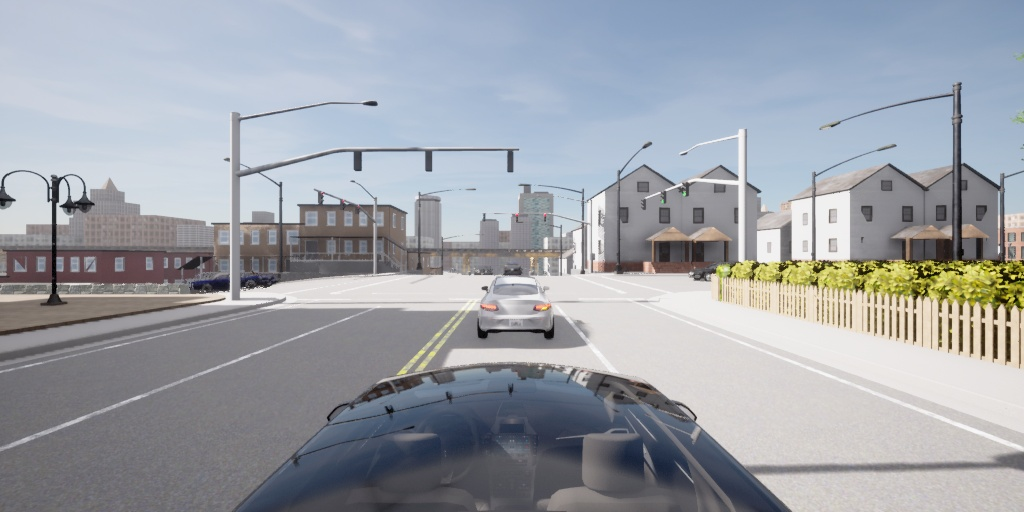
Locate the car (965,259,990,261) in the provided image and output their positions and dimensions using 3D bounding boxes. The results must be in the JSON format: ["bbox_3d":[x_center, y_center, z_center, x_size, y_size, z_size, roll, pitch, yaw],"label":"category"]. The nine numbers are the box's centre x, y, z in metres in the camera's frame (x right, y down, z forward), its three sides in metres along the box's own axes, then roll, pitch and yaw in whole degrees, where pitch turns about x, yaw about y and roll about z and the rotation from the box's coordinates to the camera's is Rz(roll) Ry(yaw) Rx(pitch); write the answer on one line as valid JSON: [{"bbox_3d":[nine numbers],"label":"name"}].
[{"bbox_3d":[36.927,1.102,29.026,4.553,1.767,2.097,0,0,-1],"label":"car"}]

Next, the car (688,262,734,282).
[{"bbox_3d":[16.794,1.255,28.810,4.892,1.490,1.837,0,0,-1],"label":"car"}]

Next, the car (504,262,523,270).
[{"bbox_3d":[0.135,1.486,38.698,2.128,1.511,4.902,0,-7,3],"label":"car"}]

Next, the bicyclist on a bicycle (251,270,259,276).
[{"bbox_3d":[-25.569,2.214,35.577,0.582,1.620,1.656,-8,0,0],"label":"bicyclist on a bicycle"}]

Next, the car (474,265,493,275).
[{"bbox_3d":[-3.521,2.162,45.241,2.150,2.045,5.566,0,-9,0],"label":"car"}]

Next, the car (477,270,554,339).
[{"bbox_3d":[0.101,1.276,10.000,1.812,1.442,4.674,0,0,0],"label":"car"}]

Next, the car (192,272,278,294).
[{"bbox_3d":[-18.941,1.757,24.709,4.718,1.301,1.895,-5,-1,-1],"label":"car"}]
